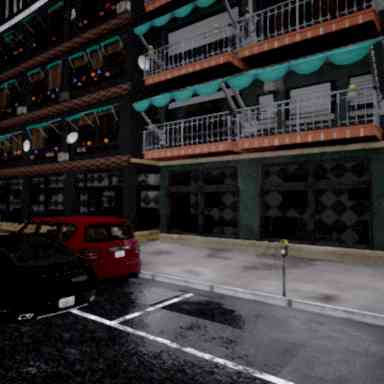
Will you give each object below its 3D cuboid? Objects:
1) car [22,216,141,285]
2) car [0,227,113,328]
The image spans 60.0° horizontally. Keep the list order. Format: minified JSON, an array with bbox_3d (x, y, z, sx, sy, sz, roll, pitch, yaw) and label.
[{"bbox_3d":[-3.610,1.566,9.220,5.009,1.841,2.192,-1,-2,37],"label":"car"},{"bbox_3d":[-4.110,1.701,7.252,4.892,1.490,1.837,-1,-2,37],"label":"car"}]
